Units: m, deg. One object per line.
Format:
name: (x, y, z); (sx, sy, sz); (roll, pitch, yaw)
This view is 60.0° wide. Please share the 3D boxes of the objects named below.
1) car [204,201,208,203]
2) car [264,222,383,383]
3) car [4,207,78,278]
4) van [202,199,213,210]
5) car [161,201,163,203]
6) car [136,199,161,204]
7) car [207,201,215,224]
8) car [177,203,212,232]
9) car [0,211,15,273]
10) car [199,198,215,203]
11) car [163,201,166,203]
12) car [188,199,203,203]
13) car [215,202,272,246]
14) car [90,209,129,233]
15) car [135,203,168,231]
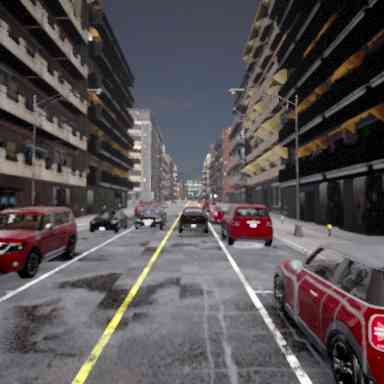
car: (2.545, 2.049, 38.348); (1.802, 1.307, 4.206); (1, -1, 0)
car: (2.593, 1.500, 5.164); (1.967, 1.590, 4.097); (1, -1, 0)
car: (-5.292, 1.440, 10.755); (2.192, 1.841, 5.009); (1, -1, 0)
van: (2.548, 2.039, 54.944); (1.690, 1.788, 3.998); (1, -1, 0)
car: (-5.302, 2.088, 43.933); (1.887, 1.381, 4.507); (1, -1, 0)
car: (-5.296, 1.784, 38.405); (2.192, 1.841, 5.009); (1, -1, 0)
car: (2.549, 1.765, 27.288); (1.967, 1.590, 4.097); (1, -1, 0)
car: (0.098, 1.768, 22.202); (1.837, 1.490, 4.892); (0, 0, 0)
car: (-5.292, 1.377, 5.225); (2.192, 1.841, 5.009); (1, -1, 0)
car: (2.549, 1.934, 49.413); (2.192, 1.841, 5.009); (1, -1, 0)
car: (-5.305, 2.361, 60.525); (1.802, 1.307, 4.206); (1, -1, 0)
car: (0.097, 1.987, 41.463); (1.882, 1.535, 5.008); (0, -1, 0)
car: (2.553, 1.504, 16.227); (2.192, 1.841, 5.009); (1, -1, 0)
car: (-5.299, 1.823, 21.814); (1.947, 1.339, 4.313); (1, -1, 0)
car: (-2.752, 1.764, 23.131); (2.128, 1.511, 4.902); (0, -1, 0)
